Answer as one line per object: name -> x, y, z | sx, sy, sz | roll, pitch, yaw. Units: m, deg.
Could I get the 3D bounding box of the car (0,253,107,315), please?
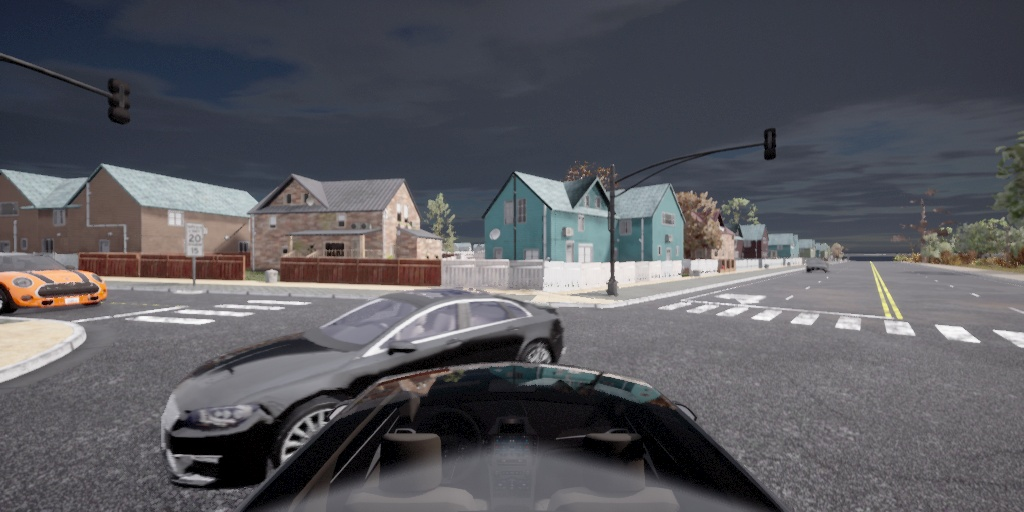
car -> -15.321, 0.706, 11.063 | 4.553, 1.767, 2.097 | 1, 0, 10

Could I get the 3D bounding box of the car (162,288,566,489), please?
car -> -1.261, 1.235, 4.804 | 2.128, 1.511, 4.902 | 0, 1, 45

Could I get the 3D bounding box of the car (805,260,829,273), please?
car -> 36.096, 1.202, 42.353 | 1.837, 1.490, 4.892 | 0, 0, 45
